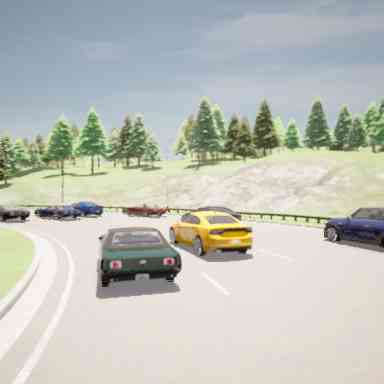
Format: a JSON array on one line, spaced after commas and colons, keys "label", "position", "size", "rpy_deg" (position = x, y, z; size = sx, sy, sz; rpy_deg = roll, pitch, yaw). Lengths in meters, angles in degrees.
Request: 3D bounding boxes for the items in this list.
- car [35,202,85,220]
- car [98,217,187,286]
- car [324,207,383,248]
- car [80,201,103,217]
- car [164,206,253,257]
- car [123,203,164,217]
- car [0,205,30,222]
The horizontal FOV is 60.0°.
[{"label": "car", "position": [-12.046, 1.778, 29.703], "size": [4.718, 1.301, 1.895], "rpy_deg": [0, 0, 37]}, {"label": "car", "position": [-1.739, 1.651, 9.662], "size": [1.895, 1.301, 4.718], "rpy_deg": [0, 0, -16]}, {"label": "car", "position": [7.730, 1.387, 14.018], "size": [2.097, 1.767, 4.553], "rpy_deg": [0, 0, -18]}, {"label": "car", "position": [-10.958, 1.666, 33.086], "size": [5.008, 1.535, 1.882], "rpy_deg": [0, -1, 36]}, {"label": "car", "position": [0.578, 1.537, 13.510], "size": [1.882, 1.535, 5.008], "rpy_deg": [0, 0, -21]}, {"label": "car", "position": [-4.739, 1.765, 32.697], "size": [4.718, 1.301, 1.895], "rpy_deg": [0, 0, 42]}, {"label": "car", "position": [-15.813, 1.785, 28.083], "size": [4.718, 1.301, 1.895], "rpy_deg": [0, 0, 34]}]
